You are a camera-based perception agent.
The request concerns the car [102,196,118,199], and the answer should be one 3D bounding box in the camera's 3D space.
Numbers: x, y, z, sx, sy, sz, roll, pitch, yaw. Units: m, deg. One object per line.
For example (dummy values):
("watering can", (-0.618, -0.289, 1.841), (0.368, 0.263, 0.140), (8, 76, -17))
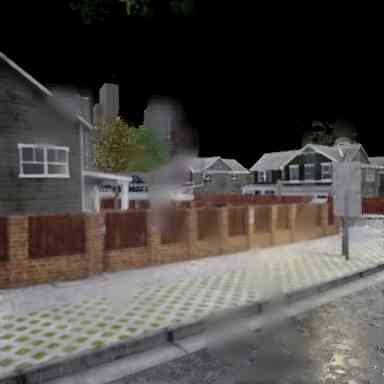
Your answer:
("car", (-11.654, 1.260, 47.074), (2.033, 1.411, 5.357), (-2, 1, -37))
